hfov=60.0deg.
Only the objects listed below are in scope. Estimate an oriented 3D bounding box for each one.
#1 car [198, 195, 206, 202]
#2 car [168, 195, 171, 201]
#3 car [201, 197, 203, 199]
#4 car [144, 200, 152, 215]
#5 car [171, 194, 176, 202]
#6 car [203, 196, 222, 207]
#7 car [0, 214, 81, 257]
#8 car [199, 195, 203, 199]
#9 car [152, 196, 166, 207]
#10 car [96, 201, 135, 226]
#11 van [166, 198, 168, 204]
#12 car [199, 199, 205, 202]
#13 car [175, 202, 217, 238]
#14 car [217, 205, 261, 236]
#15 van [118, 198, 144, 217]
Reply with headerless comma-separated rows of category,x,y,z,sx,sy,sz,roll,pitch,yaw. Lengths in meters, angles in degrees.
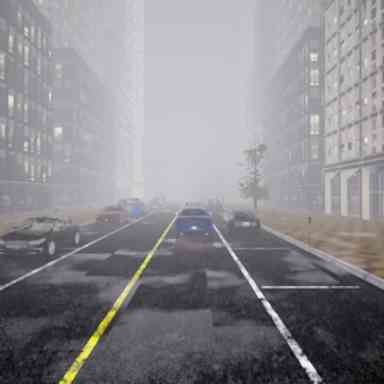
car,2.694,1.672,86.907,1.967,1.590,4.097,0,0,0
car,-5.688,1.743,64.155,1.947,1.339,4.313,0,0,0
car,2.693,1.732,52.755,1.802,1.307,4.206,0,0,0
car,-5.688,1.687,35.694,1.802,1.307,4.206,0,0,0
car,-5.687,1.757,86.752,1.752,1.417,4.829,0,0,0
car,2.694,1.561,41.371,1.967,1.590,4.097,0,0,0
car,-5.688,1.590,12.925,2.008,1.369,4.403,0,0,0
car,2.693,1.690,58.618,1.752,1.417,4.829,0,0,0
car,-5.687,1.589,52.770,1.967,1.590,4.097,0,0,0
car,-5.687,1.618,24.309,1.887,1.381,4.507,0,0,0
van,-5.686,1.504,58.463,1.690,1.788,3.998,0,0,0
car,0.098,1.706,35.688,1.895,1.301,4.718,0,0,0
car,0.100,1.532,17.948,1.882,1.535,5.008,0,0,0
car,2.693,1.623,18.604,1.947,1.339,4.313,0,0,0
van,-5.687,1.430,30.002,1.690,1.788,3.998,0,0,0
